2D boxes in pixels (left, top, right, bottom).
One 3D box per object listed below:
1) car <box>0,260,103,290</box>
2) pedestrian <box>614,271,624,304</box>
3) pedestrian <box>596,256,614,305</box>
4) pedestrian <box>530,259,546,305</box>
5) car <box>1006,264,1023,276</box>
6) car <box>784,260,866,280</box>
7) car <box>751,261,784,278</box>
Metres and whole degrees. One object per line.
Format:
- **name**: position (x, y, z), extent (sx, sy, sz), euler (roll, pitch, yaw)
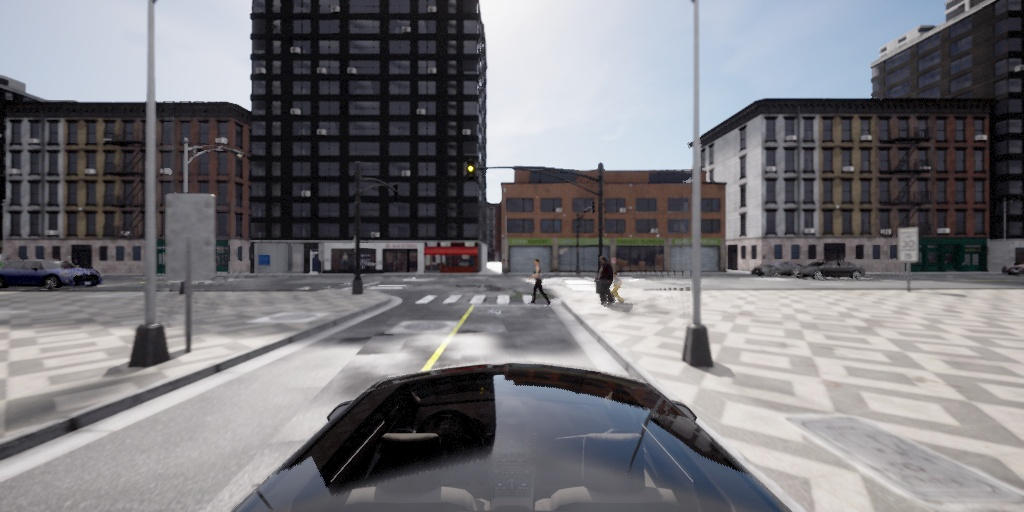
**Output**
- **car**: position (-27.169, 1.015, 21.083), extent (4.553, 1.767, 2.097), euler (0, 0, 0)
- **pedestrian**: position (3.912, 1.115, 13.429), extent (0.375, 1.300, 0.375), euler (0, 0, 0)
- **pedestrian**: position (3.324, 0.838, 12.830), extent (0.375, 1.860, 0.375), euler (0, 0, 0)
- **pedestrian**: position (1.017, 0.985, 14.029), extent (0.375, 1.860, 0.375), euler (0, 0, 0)
- **car**: position (46.032, 1.072, 31.076), extent (4.674, 1.442, 1.812), euler (0, 0, 0)
- **car**: position (24.502, 1.086, 27.867), extent (4.892, 1.490, 1.837), euler (0, 0, 0)
- **car**: position (23.265, 1.159, 31.114), extent (4.181, 1.385, 1.994), euler (0, 0, 0)
